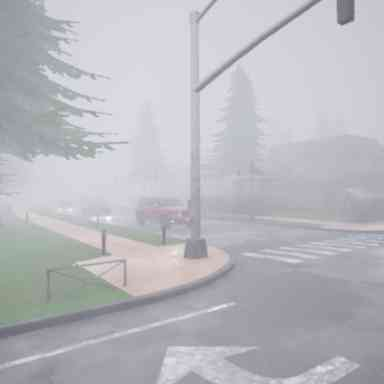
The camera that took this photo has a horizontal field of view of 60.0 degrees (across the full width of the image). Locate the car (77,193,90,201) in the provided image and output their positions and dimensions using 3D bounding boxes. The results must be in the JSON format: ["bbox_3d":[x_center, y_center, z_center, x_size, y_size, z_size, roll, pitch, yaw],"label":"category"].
[{"bbox_3d":[-18.782,1.259,58.131,2.150,2.045,5.566,0,0,-21],"label":"car"}]

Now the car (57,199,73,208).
[{"bbox_3d":[-19.123,1.672,50.039,1.895,1.301,4.718,0,0,-25],"label":"car"}]

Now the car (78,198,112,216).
[{"bbox_3d":[-9.553,1.648,33.386,1.994,1.385,4.181,0,0,-34],"label":"car"}]

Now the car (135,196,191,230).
[{"bbox_3d":[-1.872,1.308,22.354,2.150,2.045,5.566,0,0,-35],"label":"car"}]

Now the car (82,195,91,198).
[{"bbox_3d":[-14.576,1.615,49.052,1.994,1.385,4.181,0,0,-26],"label":"car"}]
